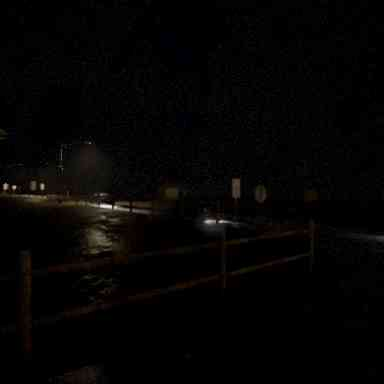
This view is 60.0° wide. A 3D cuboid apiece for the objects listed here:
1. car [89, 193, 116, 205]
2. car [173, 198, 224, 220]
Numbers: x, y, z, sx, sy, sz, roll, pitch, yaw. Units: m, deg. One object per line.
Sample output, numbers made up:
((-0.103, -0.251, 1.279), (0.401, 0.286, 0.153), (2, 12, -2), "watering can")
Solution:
((-10.448, 0.807, 38.808), (1.994, 1.385, 4.181), (1, 1, -35), "car")
((0.400, 1.158, 23.642), (1.994, 1.385, 4.181), (1, 1, -36), "car")
